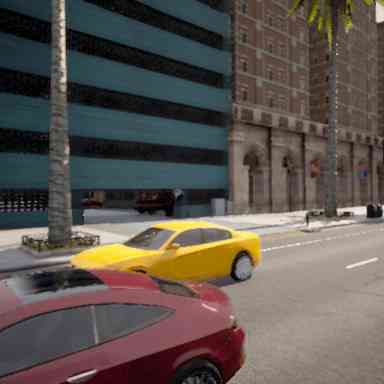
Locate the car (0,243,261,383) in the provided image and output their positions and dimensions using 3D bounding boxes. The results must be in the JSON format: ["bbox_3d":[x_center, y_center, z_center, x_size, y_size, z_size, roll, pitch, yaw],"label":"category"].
[{"bbox_3d":[-1.538,1.546,3.022,4.674,1.442,1.812,0,0,-35],"label":"car"}]

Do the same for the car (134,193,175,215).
[{"bbox_3d":[-2.991,1.113,33.288,5.566,2.045,2.435,0,0,-39],"label":"car"}]

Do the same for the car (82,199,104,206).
[{"bbox_3d":[-15.135,1.668,47.263,4.718,1.301,1.895,0,0,-39],"label":"car"}]

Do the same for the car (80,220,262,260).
[{"bbox_3d":[-0.409,1.498,8.241,5.008,1.535,1.882,0,0,-38],"label":"car"}]
